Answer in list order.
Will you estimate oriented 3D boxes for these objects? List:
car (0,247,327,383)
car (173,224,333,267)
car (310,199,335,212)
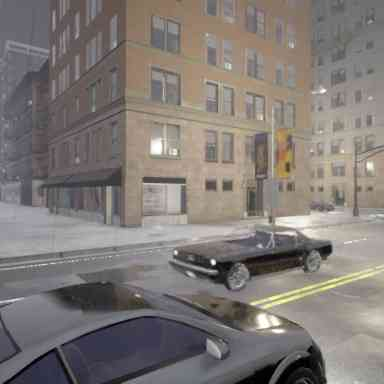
[{"bbox_3d":[-0.646,1.564,2.969,4.181,1.385,1.994,0,0,-37],"label":"car"},{"bbox_3d":[1.744,1.602,9.062,4.718,1.301,1.895,0,0,-37],"label":"car"},{"bbox_3d":[14.085,1.552,38.151,1.994,1.385,4.181,0,0,-36],"label":"car"}]
